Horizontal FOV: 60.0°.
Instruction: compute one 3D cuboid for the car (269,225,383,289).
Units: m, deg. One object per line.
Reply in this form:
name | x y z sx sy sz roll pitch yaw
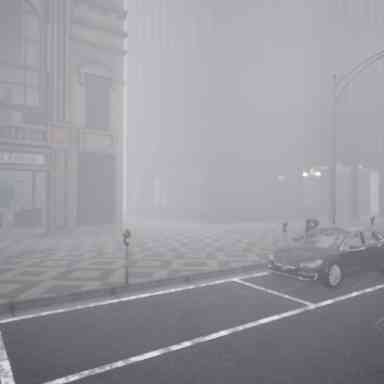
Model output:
car | 4.064 1.658 9.393 4.403 1.369 2.008 1 -1 -35
